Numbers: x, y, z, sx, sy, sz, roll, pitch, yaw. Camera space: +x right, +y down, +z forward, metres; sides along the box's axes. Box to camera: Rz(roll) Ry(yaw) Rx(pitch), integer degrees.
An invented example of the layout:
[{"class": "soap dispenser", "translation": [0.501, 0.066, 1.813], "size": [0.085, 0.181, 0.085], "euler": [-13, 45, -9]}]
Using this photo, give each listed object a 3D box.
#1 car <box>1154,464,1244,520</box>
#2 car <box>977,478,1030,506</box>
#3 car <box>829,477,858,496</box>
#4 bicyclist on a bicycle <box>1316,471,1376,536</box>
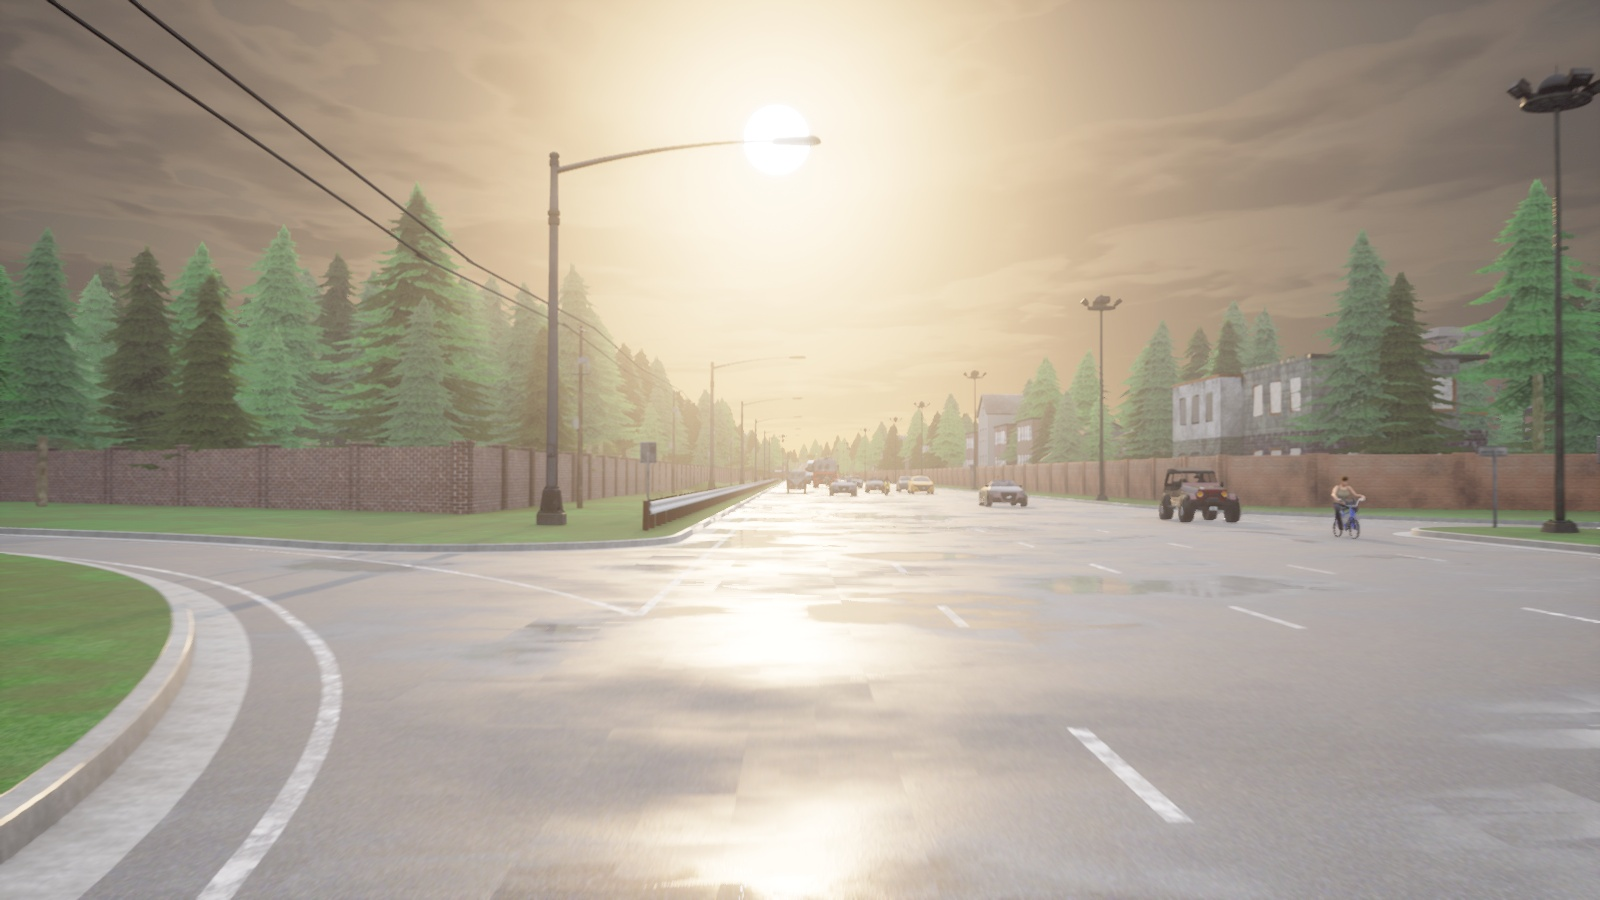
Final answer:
[{"class": "car", "translation": [13.890, 1.444, 43.952], "size": [1.905, 1.878, 3.866], "euler": [0, -1, 0]}, {"class": "car", "translation": [10.340, 2.132, 64.173], "size": [1.994, 1.385, 4.181], "euler": [0, -1, 0]}, {"class": "car", "translation": [3.263, 2.783, 95.143], "size": [1.994, 1.385, 4.181], "euler": [0, -1, 0]}, {"class": "bicyclist on a bicycle", "translation": [13.924, 1.345, 32.058], "size": [0.866, 1.612, 1.509], "euler": [0, -1, 0]}]
